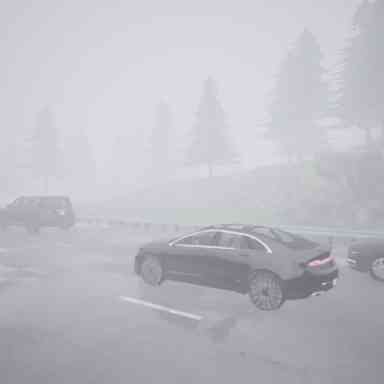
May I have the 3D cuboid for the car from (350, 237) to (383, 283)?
[{"bbox_3d":[6.423,1.504,8.009,4.892,1.490,1.837,0,0,36],"label":"car"}]

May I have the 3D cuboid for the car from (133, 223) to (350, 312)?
[{"bbox_3d":[0.755,1.491,7.753,4.902,1.511,2.128,0,0,36],"label":"car"}]

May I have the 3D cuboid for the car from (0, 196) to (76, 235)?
[{"bbox_3d":[-9.000,1.218,19.013,5.566,2.045,2.150,0,0,36],"label":"car"}]
